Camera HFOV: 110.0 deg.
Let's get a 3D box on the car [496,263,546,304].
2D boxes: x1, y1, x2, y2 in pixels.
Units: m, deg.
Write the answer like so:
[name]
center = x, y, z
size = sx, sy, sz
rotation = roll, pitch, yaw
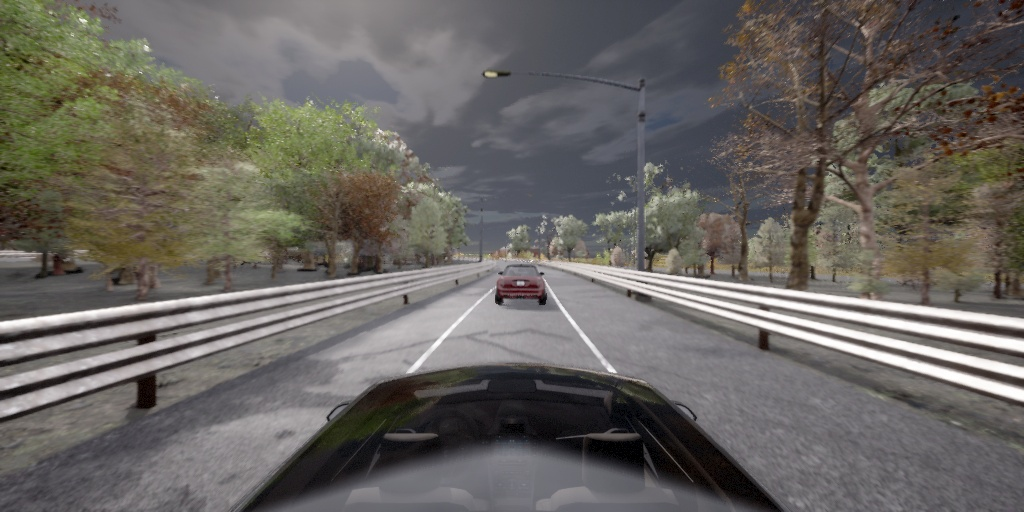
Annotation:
[car]
center = 0.440, 1.146, 16.808
size = 2.097, 1.767, 4.553
rotation = 0, 0, 2
